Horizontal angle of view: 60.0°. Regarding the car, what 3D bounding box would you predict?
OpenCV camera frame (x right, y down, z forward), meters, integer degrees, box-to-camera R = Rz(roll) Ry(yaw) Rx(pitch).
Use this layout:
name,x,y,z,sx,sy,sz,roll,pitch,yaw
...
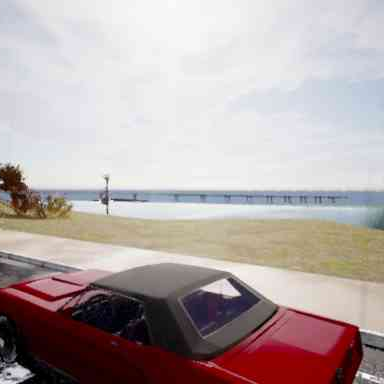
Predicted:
name,x,y,z,sx,sy,sz,roll,pitch,yaw
car,-0.630,1.589,4.136,4.718,1.301,1.895,0,0,36
